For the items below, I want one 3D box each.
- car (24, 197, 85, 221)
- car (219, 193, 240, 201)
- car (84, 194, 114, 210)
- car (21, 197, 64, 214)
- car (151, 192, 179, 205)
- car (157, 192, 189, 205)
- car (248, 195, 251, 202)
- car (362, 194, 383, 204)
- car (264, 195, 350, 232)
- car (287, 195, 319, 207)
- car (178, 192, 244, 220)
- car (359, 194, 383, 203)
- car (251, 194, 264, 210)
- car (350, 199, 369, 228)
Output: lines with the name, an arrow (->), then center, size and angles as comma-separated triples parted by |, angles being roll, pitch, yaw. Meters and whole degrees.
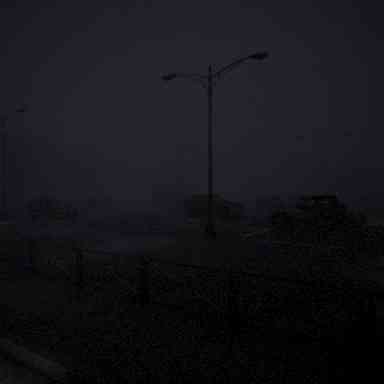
car -> -10.593, 1.333, 25.192 | 4.514, 1.523, 2.007 | 0, 1, 33
car -> 7.476, 1.056, 66.424 | 3.633, 1.501, 1.845 | 0, 1, 33
car -> -11.190, 1.099, 37.665 | 5.027, 1.636, 2.152 | 0, 1, 33
car -> -14.457, 1.227, 32.133 | 3.806, 1.475, 1.970 | 0, 1, 33
car -> -4.139, 0.924, 48.340 | 3.866, 1.878, 1.905 | 0, 1, 33
car -> -2.882, 0.922, 50.992 | 4.605, 1.855, 1.932 | 0, 1, 33
car -> 12.025, 1.102, 59.848 | 3.806, 1.475, 1.970 | 0, 1, 33
car -> 29.204, 1.066, 52.084 | 4.514, 1.523, 2.007 | 0, 1, 33
car -> 6.339, 1.115, 18.386 | 3.866, 1.878, 1.905 | 0, 1, 33
car -> 14.587, 1.148, 43.783 | 3.633, 1.501, 1.845 | 0, 1, 33
car -> 1.585, 1.097, 25.465 | 4.605, 1.855, 1.932 | 0, 1, 33
car -> 27.519, 1.082, 49.438 | 5.027, 1.636, 2.152 | 0, 1, 33
car -> 9.044, 1.203, 35.468 | 4.514, 1.523, 2.007 | 0, 1, 33
car -> 8.682, 1.375, 20.826 | 3.806, 1.475, 1.970 | 0, 1, 33
